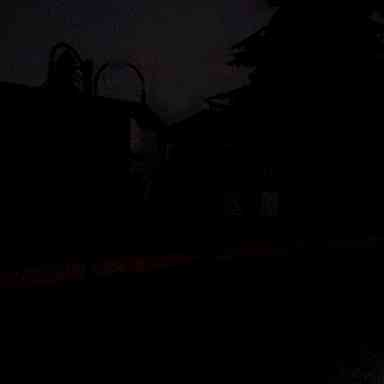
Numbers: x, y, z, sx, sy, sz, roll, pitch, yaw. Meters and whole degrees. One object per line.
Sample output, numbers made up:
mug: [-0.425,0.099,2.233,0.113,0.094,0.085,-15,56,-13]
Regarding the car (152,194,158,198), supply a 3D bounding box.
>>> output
car: [-8.565,1.175,78.980,1.905,1.878,3.866,0,0,-12]
